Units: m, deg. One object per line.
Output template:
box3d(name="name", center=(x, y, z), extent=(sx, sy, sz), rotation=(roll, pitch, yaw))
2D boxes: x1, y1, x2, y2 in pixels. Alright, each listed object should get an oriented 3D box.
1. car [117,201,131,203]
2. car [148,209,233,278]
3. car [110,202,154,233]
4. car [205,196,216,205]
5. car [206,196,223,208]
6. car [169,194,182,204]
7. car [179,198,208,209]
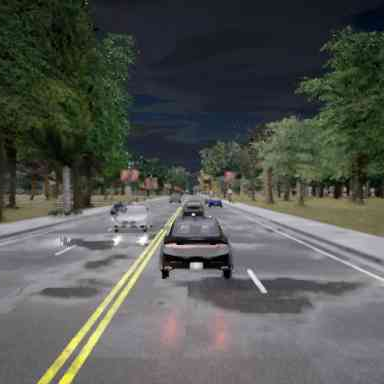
box3d(name="car", center=(-6.590, 1.561, 32.243), extent=(1.994, 1.385, 4.181), rotation=(0, 0, 0))
box3d(name="car", center=(0.101, 1.490, 10.117), extent=(2.128, 1.511, 4.902), rotation=(0, 0, 0))
box3d(name="car", center=(-3.348, 1.523, 19.838), extent=(1.812, 1.442, 4.674), rotation=(0, 0, 0))
box3d(name="car", center=(3.276, 1.530, 60.063), extent=(1.812, 1.442, 4.674), rotation=(0, 0, 1))
box3d(name="car", center=(3.356, 1.478, 48.467), extent=(1.882, 1.535, 5.008), rotation=(0, 0, 0))
box3d(name="car", center=(-3.244, 1.334, 65.451), extent=(2.150, 2.045, 5.566), rotation=(0, 0, 0))
box3d(name="car", center=(0.103, 1.503, 28.331), extent=(1.837, 1.490, 4.892), rotation=(0, 0, 0))
